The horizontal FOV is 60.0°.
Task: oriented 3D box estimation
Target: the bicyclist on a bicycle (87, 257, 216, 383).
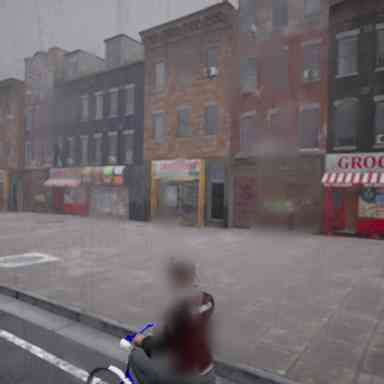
[{"bbox_3d":[-0.240,1.361,2.541,1.843,1.776,0.659,1,0,36],"label":"bicyclist on a bicycle"}]
